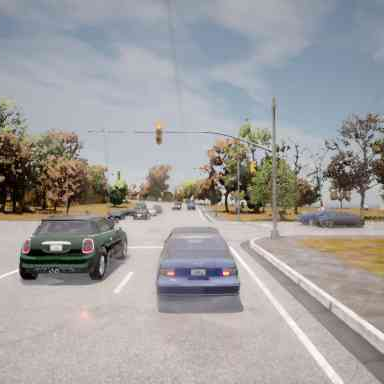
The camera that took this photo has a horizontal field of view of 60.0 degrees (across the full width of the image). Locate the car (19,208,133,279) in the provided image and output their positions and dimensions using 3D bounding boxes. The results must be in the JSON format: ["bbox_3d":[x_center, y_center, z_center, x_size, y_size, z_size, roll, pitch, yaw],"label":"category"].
[{"bbox_3d":[-3.434,1.487,10.543,2.097,1.767,4.553,0,-1,0],"label":"car"}]

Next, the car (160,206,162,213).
[{"bbox_3d":[-7.131,3.495,68.010,1.837,1.490,4.892,0,0,0],"label":"car"}]

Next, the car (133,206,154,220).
[{"bbox_3d":[-7.173,3.163,47.829,2.128,1.511,4.902,0,-2,1],"label":"car"}]

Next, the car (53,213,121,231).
[{"bbox_3d":[-8.210,2.337,26.301,4.718,1.301,1.895,0,-3,5],"label":"car"}]

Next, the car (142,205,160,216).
[{"bbox_3d":[-7.180,3.438,57.720,1.812,1.442,4.674,0,-1,0],"label":"car"}]

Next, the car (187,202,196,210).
[{"bbox_3d":[-0.135,3.474,77.803,1.812,1.442,4.674,0,0,0],"label":"car"}]

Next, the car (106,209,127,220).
[{"bbox_3d":[-10.715,3.213,47.636,2.033,1.411,5.357,0,-2,-3],"label":"car"}]

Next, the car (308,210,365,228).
[{"bbox_3d":[13.023,2.453,29.657,4.181,1.385,1.994,0,-3,-2],"label":"car"}]

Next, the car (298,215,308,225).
[{"bbox_3d":[13.190,2.528,33.151,5.008,1.535,1.882,0,-3,-1],"label":"car"}]

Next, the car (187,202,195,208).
[{"bbox_3d":[-0.248,3.314,87.985,1.994,1.385,4.181,0,0,-3],"label":"car"}]

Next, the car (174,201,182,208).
[{"bbox_3d":[-3.747,3.257,87.894,1.837,1.490,4.892,0,0,-3],"label":"car"}]

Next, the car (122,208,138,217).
[{"bbox_3d":[-10.683,3.510,57.512,1.895,1.301,4.718,0,-1,0],"label":"car"}]

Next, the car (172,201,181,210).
[{"bbox_3d":[-3.636,3.546,77.862,1.895,1.301,4.718,0,0,0],"label":"car"}]

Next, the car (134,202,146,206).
[{"bbox_3d":[-10.620,3.211,68.270,2.150,2.045,5.566,0,0,0],"label":"car"}]

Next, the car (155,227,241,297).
[{"bbox_3d":[0.077,1.647,8.925,2.033,1.411,5.357,0,-1,-1],"label":"car"}]
